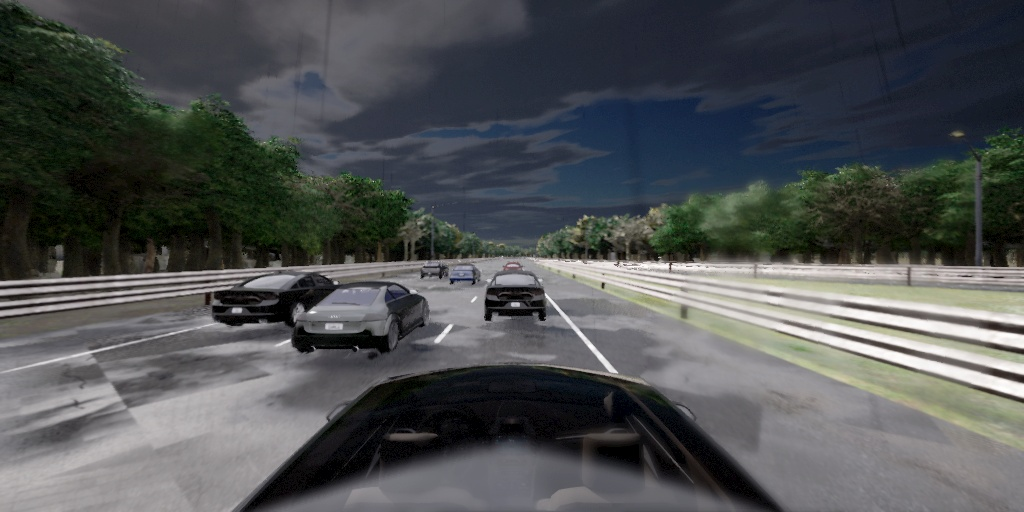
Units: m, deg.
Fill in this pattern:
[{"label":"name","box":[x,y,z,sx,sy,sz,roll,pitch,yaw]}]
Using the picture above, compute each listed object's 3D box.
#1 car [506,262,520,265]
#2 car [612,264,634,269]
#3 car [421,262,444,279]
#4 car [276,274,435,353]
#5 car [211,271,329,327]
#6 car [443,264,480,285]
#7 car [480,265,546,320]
[{"label":"car","box":[0.099,1.309,33.597,1.812,1.442,4.674,0,0,0]},{"label":"car","box":[18.608,1.580,59.688,1.895,1.301,4.718,0,0,-18]},{"label":"car","box":[-6.902,1.272,32.476,2.128,1.511,4.902,0,0,0]},{"label":"car","box":[-3.402,1.316,8.848,1.994,1.385,4.181,0,0,0]},{"label":"car","box":[-6.894,1.225,11.473,1.882,1.535,5.008,0,0,0]},{"label":"car","box":[-3.410,1.315,26.664,2.033,1.411,5.357,0,0,0]},{"label":"car","box":[0.100,1.232,12.679,1.882,1.535,5.008,0,0,0]}]
